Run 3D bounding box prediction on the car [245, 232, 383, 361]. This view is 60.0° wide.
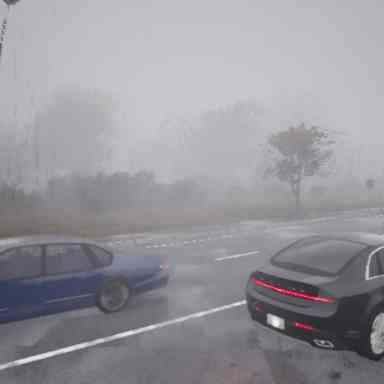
[{"bbox_3d":[3.116,1.489,5.969,4.892,1.490,1.837,-1,1,-36],"label":"car"}]

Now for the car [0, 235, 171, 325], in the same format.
[{"bbox_3d":[-3.028,1.548,6.122,5.357,1.411,2.033,0,0,-35],"label":"car"}]
